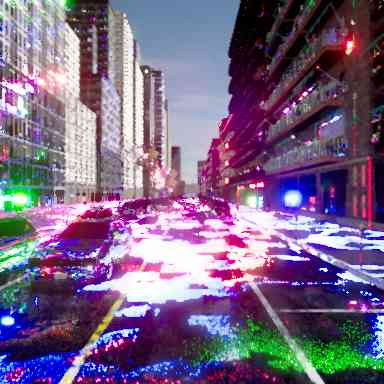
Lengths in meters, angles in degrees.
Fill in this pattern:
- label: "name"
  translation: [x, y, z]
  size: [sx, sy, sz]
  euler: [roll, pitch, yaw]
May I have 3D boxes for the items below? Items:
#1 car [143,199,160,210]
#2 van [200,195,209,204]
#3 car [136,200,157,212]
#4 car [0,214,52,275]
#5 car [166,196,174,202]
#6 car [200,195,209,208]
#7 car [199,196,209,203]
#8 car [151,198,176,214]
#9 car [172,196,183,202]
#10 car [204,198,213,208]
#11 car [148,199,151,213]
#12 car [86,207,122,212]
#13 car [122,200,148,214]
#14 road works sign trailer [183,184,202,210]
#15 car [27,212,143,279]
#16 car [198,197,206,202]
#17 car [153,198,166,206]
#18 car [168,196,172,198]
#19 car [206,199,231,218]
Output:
- label: "car"
  translation: [-5.710, 1.715, 47.679]
  size: [1.887, 1.381, 4.507]
  euler: [0, 0, 0]
- label: "van"
  translation: [2.662, 1.607, 69.814]
  size: [1.690, 1.788, 3.998]
  euler: [0, 0, 0]
- label: "car"
  translation: [-5.708, 1.700, 42.147]
  size: [2.008, 1.369, 4.403]
  euler: [0, 0, 0]
- label: "car"
  translation: [-5.695, 1.470, 8.952]
  size: [1.967, 1.590, 4.097]
  euler: [0, 0, 0]
- label: "car"
  translation: [-5.725, 1.866, 86.238]
  size: [1.752, 1.417, 4.829]
  euler: [0, 0, 0]
- label: "car"
  translation: [2.668, 1.633, 53.215]
  size: [1.967, 1.590, 4.097]
  euler: [0, 0, 0]
- label: "car"
  translation: [2.659, 1.730, 75.346]
  size: [1.967, 1.590, 4.097]
  euler: [0, 0, 0]
- label: "car"
  translation: [-3.105, 1.654, 36.861]
  size: [1.812, 1.442, 4.674]
  euler: [0, 0, 0]
- label: "car"
  translation: [-3.031, 1.596, 78.207]
  size: [1.812, 1.442, 4.674]
  euler: [0, 0, 0]
- label: "car"
  translation: [2.675, 1.679, 36.618]
  size: [2.008, 1.369, 4.403]
  euler: [0, 0, 0]
- label: "car"
  translation: [-5.705, 1.568, 36.616]
  size: [1.967, 1.590, 4.097]
  euler: [0, 0, 0]
- label: "car"
  translation: [-5.699, 1.592, 19.847]
  size: [1.752, 1.417, 4.829]
  euler: [0, 0, 0]
- label: "car"
  translation: [-5.703, 1.658, 31.083]
  size: [2.008, 1.369, 4.403]
  euler: [0, 0, 0]
- label: "road works sign trailer"
  translation: [-0.019, 0.632, 46.888]
  size: [2.380, 3.560, 2.880]
  euler: [0, 0, 0]
- label: "car"
  translation: [-3.053, 1.582, 10.438]
  size: [2.033, 1.411, 5.357]
  euler: [0, 0, 0]
- label: "car"
  translation: [2.655, 1.892, 86.411]
  size: [2.008, 1.369, 4.403]
  euler: [0, 0, 0]
- label: "car"
  translation: [-5.714, 1.741, 58.575]
  size: [1.752, 1.417, 4.829]
  euler: [0, 0, 0]
- label: "car"
  translation: [-5.719, 1.847, 69.811]
  size: [1.802, 1.307, 4.206]
  euler: [0, 0, 0]
- label: "car"
  translation: [2.678, 1.658, 31.085]
  size: [2.008, 1.369, 4.403]
  euler: [0, 0, 0]
